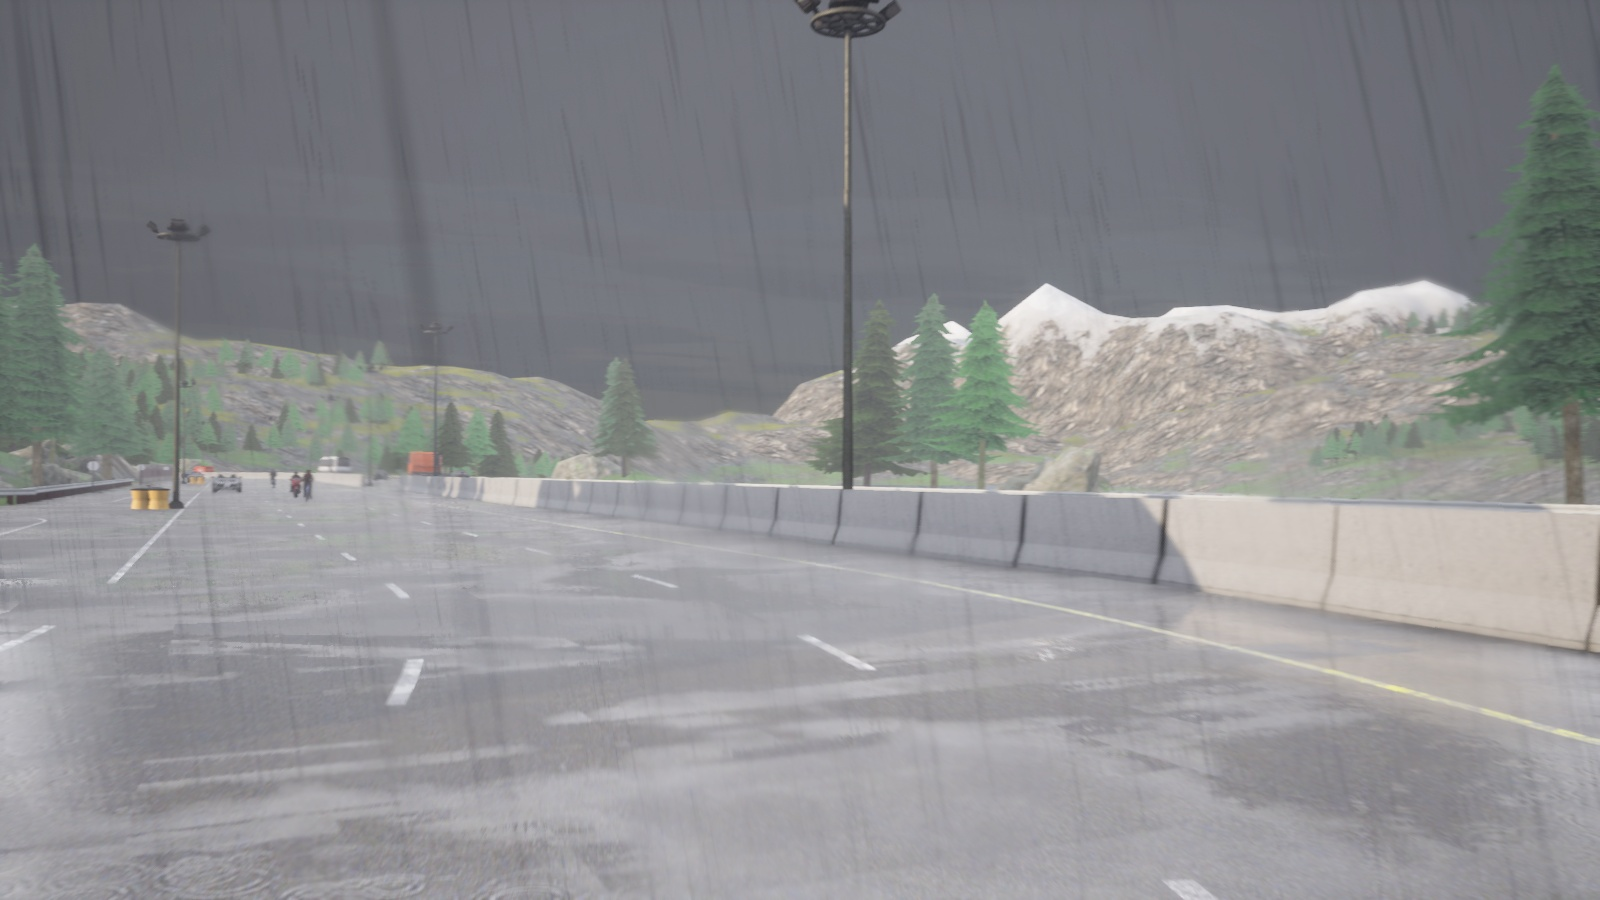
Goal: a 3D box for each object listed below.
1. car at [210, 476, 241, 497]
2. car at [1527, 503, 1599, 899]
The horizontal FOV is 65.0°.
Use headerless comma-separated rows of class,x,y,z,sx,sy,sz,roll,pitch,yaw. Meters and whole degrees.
car,-40.736,2.571,89.080,1.970,1.475,3.806,0,-1,-25
car,3.449,0.851,1.835,1.812,1.442,4.674,0,-1,-4
